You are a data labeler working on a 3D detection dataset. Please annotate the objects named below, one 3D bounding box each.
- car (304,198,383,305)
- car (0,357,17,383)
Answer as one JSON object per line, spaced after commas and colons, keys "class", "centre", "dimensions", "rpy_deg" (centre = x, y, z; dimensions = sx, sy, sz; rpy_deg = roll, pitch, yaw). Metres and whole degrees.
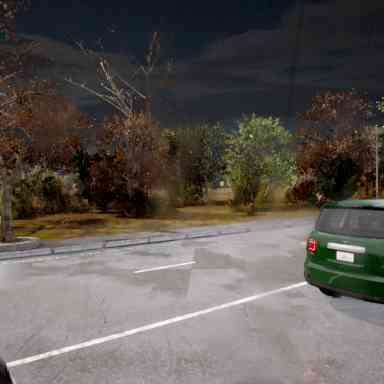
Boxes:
{"class": "car", "centre": [4.752, 1.135, 7.126], "dimensions": [5.566, 2.045, 2.150], "rpy_deg": [-1, 1, -35]}
{"class": "car", "centre": [-3.408, 1.484, 1.318], "dimensions": [4.902, 1.511, 2.128], "rpy_deg": [1, 0, -35]}
